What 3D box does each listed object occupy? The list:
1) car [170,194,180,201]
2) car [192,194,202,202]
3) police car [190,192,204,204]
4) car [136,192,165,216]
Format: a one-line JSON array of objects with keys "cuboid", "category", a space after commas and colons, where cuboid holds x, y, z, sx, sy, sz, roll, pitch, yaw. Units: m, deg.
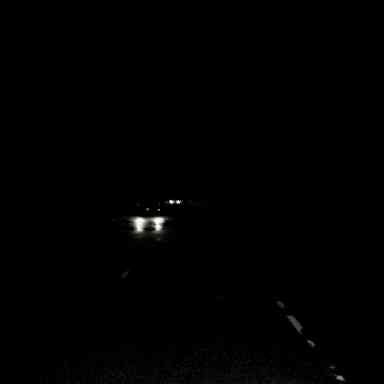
[{"cuboid": [-3.597, 1.132, 70.799, 1.895, 1.301, 4.718, 0, 0, 0], "category": "car"}, {"cuboid": [0.961, 1.121, 65.190, 1.812, 1.442, 4.674, 0, 0, 0], "category": "car"}, {"cuboid": [0.974, 1.078, 55.298, 1.930, 1.638, 5.238, 0, 0, 0], "category": "police car"}, {"cuboid": [-3.642, 1.022, 30.059, 2.150, 2.045, 5.566, 0, 1, 0], "category": "car"}]
